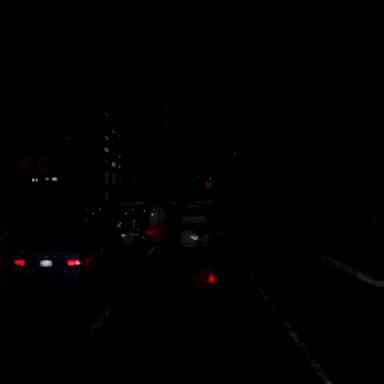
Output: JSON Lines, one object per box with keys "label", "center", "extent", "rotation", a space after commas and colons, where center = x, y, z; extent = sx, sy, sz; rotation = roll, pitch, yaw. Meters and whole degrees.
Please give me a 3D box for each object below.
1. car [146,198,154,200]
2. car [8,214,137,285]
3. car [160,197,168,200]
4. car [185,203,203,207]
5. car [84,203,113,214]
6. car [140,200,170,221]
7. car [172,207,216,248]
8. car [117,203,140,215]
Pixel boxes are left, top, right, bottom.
{"label": "car", "center": [-9.728, 1.999, 76.843], "extent": [1.895, 1.301, 4.718], "rotation": [0, 0, 0]}
{"label": "car", "center": [-3.162, 1.619, 9.741], "extent": [2.033, 1.411, 5.357], "rotation": [0, 0, 0]}
{"label": "car", "center": [-6.478, 1.904, 76.873], "extent": [1.837, 1.490, 4.892], "rotation": [0, 0, 0]}
{"label": "car", "center": [0.104, 1.750, 30.657], "extent": [1.812, 1.442, 4.674], "rotation": [0, 0, 0]}
{"label": "car", "center": [-9.837, 1.860, 35.329], "extent": [1.895, 1.301, 4.718], "rotation": [0, 0, 0]}
{"label": "car", "center": [-3.148, 1.723, 29.807], "extent": [1.837, 1.490, 4.892], "rotation": [0, 0, 0]}
{"label": "car", "center": [0.099, 1.637, 15.295], "extent": [1.812, 1.442, 4.674], "rotation": [0, 0, 0]}
{"label": "car", "center": [-6.587, 1.861, 35.344], "extent": [1.895, 1.301, 4.718], "rotation": [0, 0, 0]}
